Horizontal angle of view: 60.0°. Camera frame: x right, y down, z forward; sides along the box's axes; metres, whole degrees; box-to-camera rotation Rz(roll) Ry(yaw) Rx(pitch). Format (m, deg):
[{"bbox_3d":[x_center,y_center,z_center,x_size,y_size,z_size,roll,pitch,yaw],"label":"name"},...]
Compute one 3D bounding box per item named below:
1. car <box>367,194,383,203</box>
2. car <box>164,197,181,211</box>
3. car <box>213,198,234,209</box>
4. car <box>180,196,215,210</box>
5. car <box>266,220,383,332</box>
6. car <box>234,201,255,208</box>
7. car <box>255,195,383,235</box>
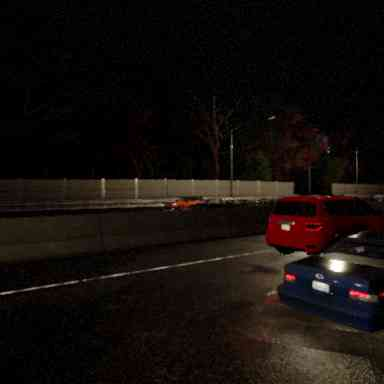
[{"bbox_3d":[32.374,1.165,57.104,5.357,1.411,2.033,0,0,-35],"label":"car"},{"bbox_3d":[-0.592,1.224,33.672,4.553,1.767,2.097,0,0,-35],"label":"car"},{"bbox_3d":[4.239,1.430,28.521,4.181,1.385,1.994,0,0,-35],"label":"car"},{"bbox_3d":[1.775,1.361,31.061,4.902,1.511,2.128,0,0,-35],"label":"car"},{"bbox_3d":[4.045,1.500,6.637,5.357,1.411,2.033,0,0,-36],"label":"car"},{"bbox_3d":[5.959,1.360,25.448,4.902,1.511,2.128,0,0,-35],"label":"car"},{"bbox_3d":[5.025,1.149,11.636,5.566,2.045,2.150,0,0,-36],"label":"car"}]
